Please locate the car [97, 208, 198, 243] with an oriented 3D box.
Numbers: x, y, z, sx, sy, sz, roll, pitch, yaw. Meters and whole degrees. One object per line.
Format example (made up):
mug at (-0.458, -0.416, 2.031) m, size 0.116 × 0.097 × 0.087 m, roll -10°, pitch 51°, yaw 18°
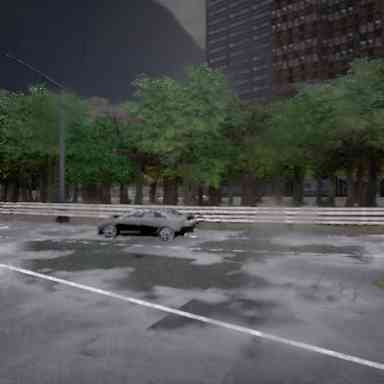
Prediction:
car at (-2.151, 1.507, 15.852) m, size 4.902 × 1.511 × 2.128 m, roll 0°, pitch 0°, yaw 18°
